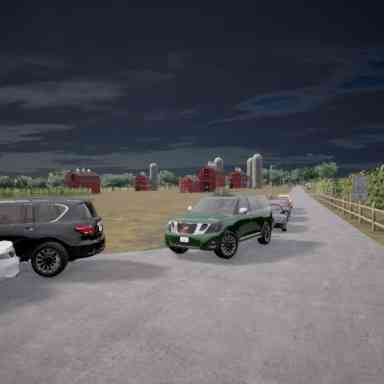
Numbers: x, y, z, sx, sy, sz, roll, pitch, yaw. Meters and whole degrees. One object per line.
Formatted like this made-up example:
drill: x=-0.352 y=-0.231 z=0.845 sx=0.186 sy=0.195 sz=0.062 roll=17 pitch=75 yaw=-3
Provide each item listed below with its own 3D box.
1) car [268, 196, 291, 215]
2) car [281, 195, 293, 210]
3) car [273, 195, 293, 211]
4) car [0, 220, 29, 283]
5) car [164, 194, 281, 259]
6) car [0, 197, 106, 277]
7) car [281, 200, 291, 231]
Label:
car: x=8.190 y=1.191 z=30.772 sx=1.837 sy=1.490 sz=4.892 roll=0 pitch=0 yaw=18
car: x=6.267 y=1.229 z=24.726 sx=1.882 sy=1.535 sz=5.008 roll=0 pitch=0 yaw=18
car: x=10.004 y=1.101 z=36.475 sx=1.882 sy=1.535 sz=5.008 roll=0 pitch=1 yaw=18
car: x=-6.100 y=1.611 z=6.675 sx=4.674 sy=1.442 sz=1.812 roll=-2 pitch=2 yaw=-38
car: x=1.299 y=1.105 z=12.668 sx=2.150 sy=2.045 sz=5.566 roll=0 pitch=0 yaw=34
car: x=-5.364 y=1.225 z=9.595 sx=5.566 sy=2.045 sz=2.150 roll=-1 pitch=1 yaw=-4
car: x=4.416 y=1.376 z=18.993 sx=1.994 sy=1.385 sz=4.181 roll=0 pitch=0 yaw=17
